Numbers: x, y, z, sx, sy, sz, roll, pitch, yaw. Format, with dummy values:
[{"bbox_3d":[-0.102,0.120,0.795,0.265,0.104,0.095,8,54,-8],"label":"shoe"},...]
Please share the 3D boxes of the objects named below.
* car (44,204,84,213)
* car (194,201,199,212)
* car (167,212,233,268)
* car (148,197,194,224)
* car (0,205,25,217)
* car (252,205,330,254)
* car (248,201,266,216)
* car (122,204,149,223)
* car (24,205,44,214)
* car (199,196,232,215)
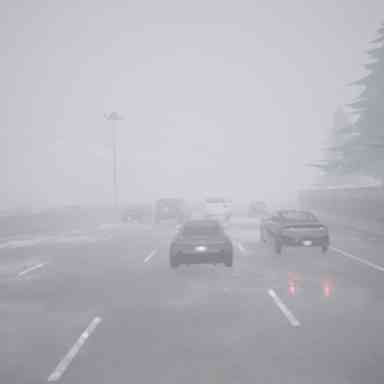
[{"bbox_3d":[-14.061,2.179,37.652,1.837,1.490,4.892,-2,-1,12],"label":"car"},{"bbox_3d":[1.065,1.797,39.902,2.033,1.411,5.357,-2,0,14],"label":"car"},{"bbox_3d":[0.341,1.637,11.717,1.994,1.385,4.181,-2,0,2],"label":"car"},{"bbox_3d":[-1.545,1.461,27.398,2.150,2.045,5.566,-2,0,9],"label":"car"},{"bbox_3d":[-20.726,2.373,39.931,2.128,1.511,4.902,-2,-1,13],"label":"car"},{"bbox_3d":[3.918,1.472,13.319,2.128,1.511,4.902,-2,0,3],"label":"car"},{"bbox_3d":[6.482,1.589,32.611,2.033,1.411,5.357,-2,0,12],"label":"car"},{"bbox_3d":[-4.726,1.849,29.600,1.837,1.490,4.892,-2,0,9],"label":"car"},{"bbox_3d":[-17.221,2.329,39.579,1.812,1.442,4.674,-2,0,13],"label":"car"},{"bbox_3d":[2.373,1.362,29.843,2.150,2.045,5.566,-2,0,10],"label":"car"}]
